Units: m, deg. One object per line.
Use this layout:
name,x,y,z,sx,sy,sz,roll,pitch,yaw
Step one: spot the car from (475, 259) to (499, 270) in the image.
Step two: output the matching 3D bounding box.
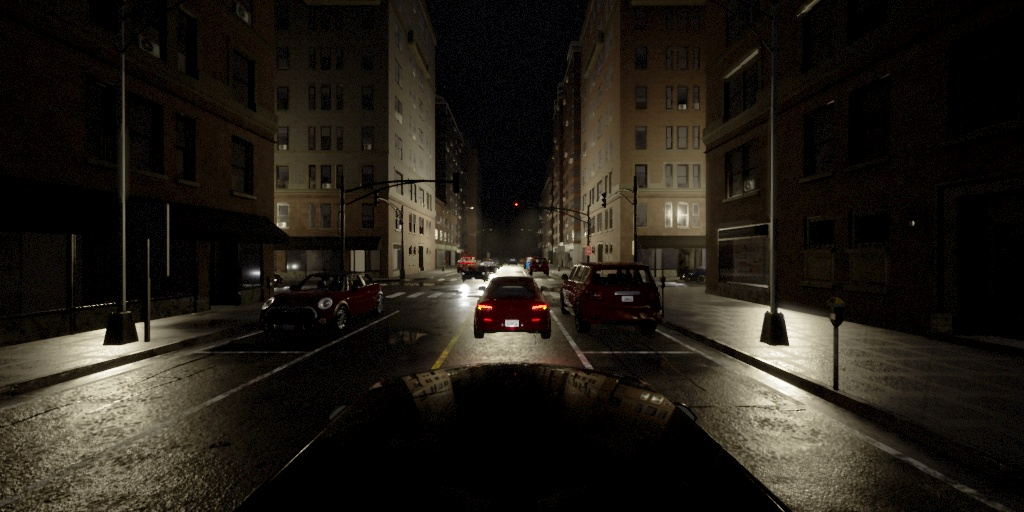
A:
car,-2.776,1.348,41.045,1.895,1.301,4.718,0,0,0

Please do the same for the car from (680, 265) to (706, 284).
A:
car,14.289,1.271,25.679,4.181,1.385,1.994,0,0,-1

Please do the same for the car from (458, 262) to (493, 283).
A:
car,-2.802,1.353,28.281,1.895,1.301,4.718,0,0,0

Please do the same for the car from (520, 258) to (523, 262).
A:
car,2.784,1.060,54.172,2.192,1.841,5.009,0,0,0

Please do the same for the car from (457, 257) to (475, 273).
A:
car,-5.342,1.062,43.178,2.192,1.841,5.009,0,0,0

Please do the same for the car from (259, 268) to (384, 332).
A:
car,-5.373,1.189,10.619,1.967,1.591,4.097,0,0,0

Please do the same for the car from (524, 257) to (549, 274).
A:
car,2.766,1.062,37.660,2.192,1.841,5.009,0,0,0

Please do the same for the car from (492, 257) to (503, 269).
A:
car,-2.744,1.293,54.593,2.033,1.411,5.357,0,0,1

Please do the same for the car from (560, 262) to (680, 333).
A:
car,2.652,1.064,10.604,2.192,1.841,5.009,0,0,0

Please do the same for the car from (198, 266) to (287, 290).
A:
car,-17.077,1.362,22.858,4.181,1.385,1.994,0,0,0

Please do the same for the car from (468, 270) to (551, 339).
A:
car,0.021,1.275,9.960,1.812,1.442,4.674,0,0,1
